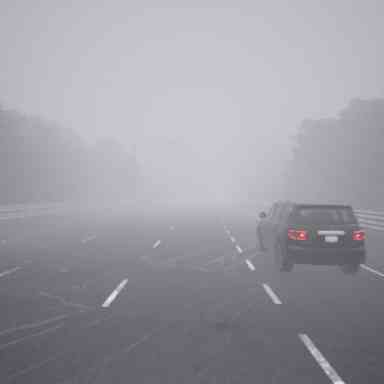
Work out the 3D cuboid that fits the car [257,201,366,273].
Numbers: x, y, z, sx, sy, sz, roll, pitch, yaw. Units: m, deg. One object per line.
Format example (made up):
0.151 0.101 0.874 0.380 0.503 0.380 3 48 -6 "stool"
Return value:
3.617 1.288 11.113 2.150 2.045 5.566 0 0 2 "car"
